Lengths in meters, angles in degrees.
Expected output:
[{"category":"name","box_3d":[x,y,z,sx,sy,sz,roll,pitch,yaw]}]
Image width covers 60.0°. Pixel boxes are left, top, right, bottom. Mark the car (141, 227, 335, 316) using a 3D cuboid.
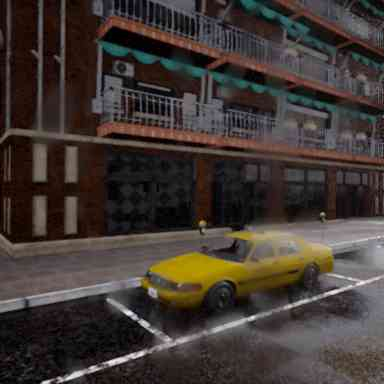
[{"category":"car","box_3d":[1.254,1.495,7.440,4.829,1.417,1.752,0,1,-35]}]
